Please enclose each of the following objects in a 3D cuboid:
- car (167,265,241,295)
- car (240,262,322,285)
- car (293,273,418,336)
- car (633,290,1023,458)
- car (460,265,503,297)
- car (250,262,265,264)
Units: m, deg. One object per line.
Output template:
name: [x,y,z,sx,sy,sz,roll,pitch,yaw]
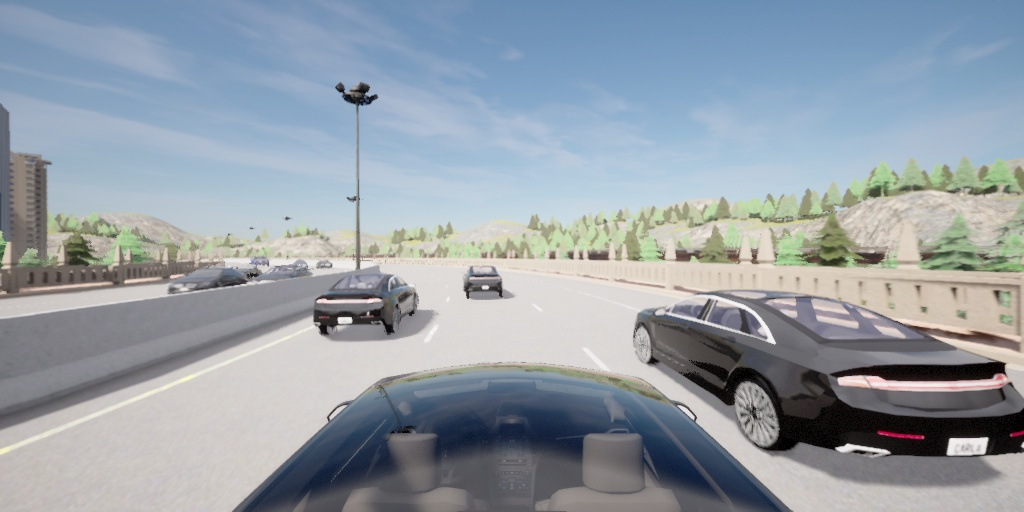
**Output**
car: [-16.129,1.336,19.353,1.812,1.442,4.674,0,0,-13]
car: [-12.781,1.286,20.302,2.128,1.511,4.902,0,0,-13]
car: [-4.025,1.253,10.571,2.128,1.511,4.902,0,0,-5]
car: [3.350,1.224,5.135,2.128,1.511,4.902,0,0,-2]
car: [-1.617,1.237,18.823,2.128,1.511,4.902,0,0,-10]
car: [-22.849,1.434,30.331,1.895,1.301,4.718,0,0,-20]
